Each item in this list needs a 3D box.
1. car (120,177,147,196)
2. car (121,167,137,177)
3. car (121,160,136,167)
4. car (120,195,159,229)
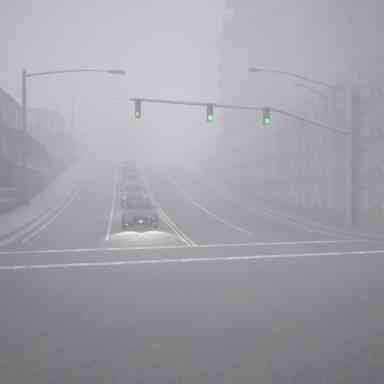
[{"bbox_3d":[-4.822,0.127,27.426,2.097,1.767,4.553,0,8,-13],"label":"car"},{"bbox_3d":[-6.815,-1.363,36.631,2.033,1.411,5.357,0,12,-12],"label":"car"},{"bbox_3d":[-8.936,-3.635,46.576,1.882,1.535,5.008,0,12,-12],"label":"car"},{"bbox_3d":[-3.090,1.224,19.417,1.994,1.385,4.181,0,4,-12],"label":"car"}]
